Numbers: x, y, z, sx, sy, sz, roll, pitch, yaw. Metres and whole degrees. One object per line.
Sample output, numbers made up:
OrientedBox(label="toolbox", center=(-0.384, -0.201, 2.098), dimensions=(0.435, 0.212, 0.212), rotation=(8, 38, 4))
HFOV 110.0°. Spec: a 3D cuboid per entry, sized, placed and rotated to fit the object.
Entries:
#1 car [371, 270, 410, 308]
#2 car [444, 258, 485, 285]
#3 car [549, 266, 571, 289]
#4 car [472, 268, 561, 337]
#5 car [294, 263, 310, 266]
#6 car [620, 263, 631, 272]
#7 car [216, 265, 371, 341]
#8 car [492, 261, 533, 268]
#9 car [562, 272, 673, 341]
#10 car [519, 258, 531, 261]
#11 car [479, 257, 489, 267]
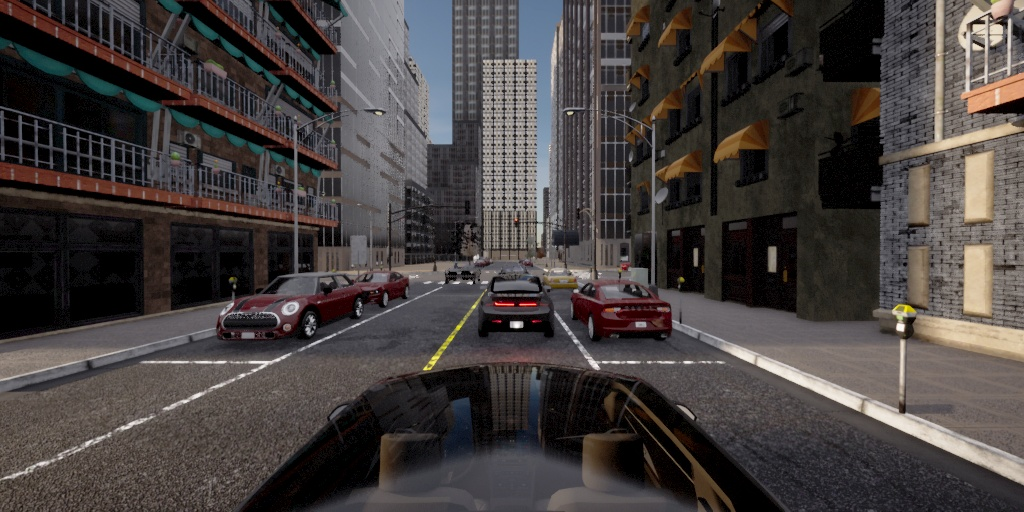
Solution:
OrientedBox(label="car", center=(-5.682, 1.292, 15.246), dimensions=(1.888, 1.381, 4.507), rotation=(0, 0, 0))
OrientedBox(label="car", center=(-2.984, 0.995, 22.455), dimensions=(1.895, 1.301, 4.718), rotation=(0, 0, 0))
OrientedBox(label="car", center=(2.704, 1.271, 20.919), dimensions=(1.751, 1.417, 4.829), rotation=(0, 0, 0))
OrientedBox(label="car", center=(0.106, 1.253, 10.253), dimensions=(1.837, 1.490, 4.892), rotation=(0, 0, 0))
OrientedBox(label="car", center=(-23.806, 1.491, 39.590), dimensions=(4.097, 1.591, 1.967), rotation=(0, 0, 0))
OrientedBox(label="car", center=(14.291, 1.003, 39.882), dimensions=(4.507, 1.381, 1.888), rotation=(0, 0, 0))
OrientedBox(label="car", center=(-5.686, 1.188, 9.722), dimensions=(1.967, 1.591, 4.097), rotation=(0, 0, 0))
OrientedBox(label="car", center=(0.113, 1.238, 20.386), dimensions=(2.128, 1.511, 4.902), rotation=(0, 0, 0))
OrientedBox(label="car", center=(2.696, 1.293, 9.702), dimensions=(1.888, 1.381, 4.507), rotation=(0, 0, 0))
OrientedBox(label="car", center=(2.736, 1.182, 64.275), dimensions=(1.967, 1.591, 4.097), rotation=(0, 0, 0))
OrientedBox(label="car", center=(-5.644, 1.287, 64.282), dimensions=(1.888, 1.381, 4.507), rotation=(0, 0, 0))
